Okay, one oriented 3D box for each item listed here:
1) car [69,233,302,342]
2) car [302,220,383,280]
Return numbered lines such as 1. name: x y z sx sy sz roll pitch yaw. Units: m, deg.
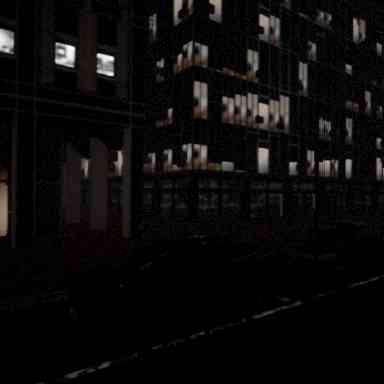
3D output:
1. car: -0.084 1.541 6.486 4.313 1.339 1.947 0 1 -35
2. car: 4.430 1.520 9.708 4.206 1.307 1.802 0 1 -35
